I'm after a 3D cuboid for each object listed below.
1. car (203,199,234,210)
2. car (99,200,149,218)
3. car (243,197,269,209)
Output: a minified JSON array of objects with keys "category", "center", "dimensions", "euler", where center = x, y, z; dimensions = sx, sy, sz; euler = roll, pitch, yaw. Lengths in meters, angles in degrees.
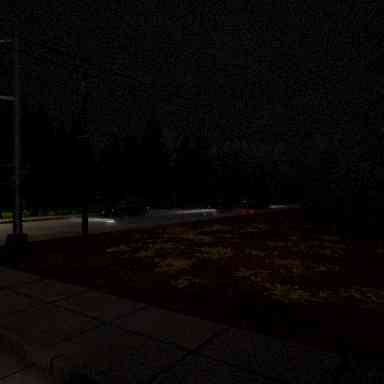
[{"category":"car","center":[3.407,1.496,42.349],"dimensions":[1.895,1.301,4.718],"euler":[0,0,37]},{"category":"car","center":[-5.979,1.483,29.703],"dimensions":[1.837,1.490,4.892],"euler":[0,0,37]},{"category":"car","center":[8.344,1.360,42.830],"dimensions":[2.128,1.511,4.902],"euler":[0,0,37]}]
